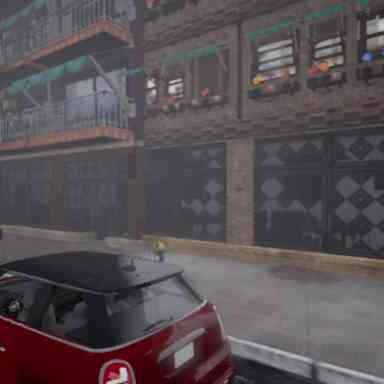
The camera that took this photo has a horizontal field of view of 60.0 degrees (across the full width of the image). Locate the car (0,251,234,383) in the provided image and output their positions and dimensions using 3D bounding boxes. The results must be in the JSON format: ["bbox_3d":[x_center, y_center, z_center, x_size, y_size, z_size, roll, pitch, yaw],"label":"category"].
[{"bbox_3d":[-1.647,1.460,4.042,4.097,1.590,1.967,0,0,36],"label":"car"}]
